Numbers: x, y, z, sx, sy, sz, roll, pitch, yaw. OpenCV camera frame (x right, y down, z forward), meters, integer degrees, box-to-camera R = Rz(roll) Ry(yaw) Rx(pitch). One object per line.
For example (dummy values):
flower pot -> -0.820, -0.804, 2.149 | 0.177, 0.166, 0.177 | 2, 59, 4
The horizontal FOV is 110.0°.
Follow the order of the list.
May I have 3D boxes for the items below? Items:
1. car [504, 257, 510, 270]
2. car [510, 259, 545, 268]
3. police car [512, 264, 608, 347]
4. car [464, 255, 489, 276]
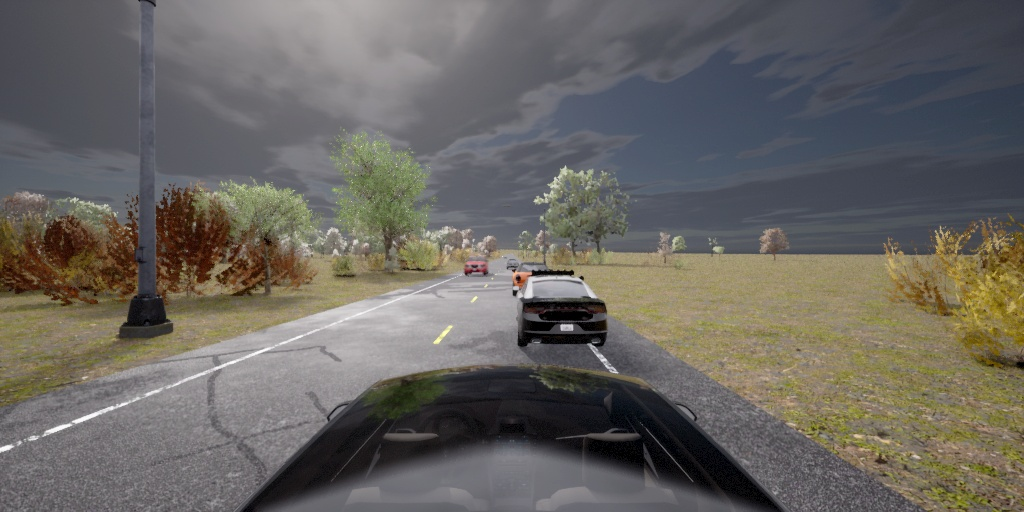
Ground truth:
car -> 0.127, 1.246, 52.939 | 2.033, 1.411, 5.357 | 0, 0, 0
car -> 1.069, 1.095, 19.349 | 2.097, 1.767, 4.553 | 0, 0, 0
police car -> 1.059, 1.174, 9.488 | 1.930, 1.638, 5.238 | 0, 0, 0
car -> -3.565, 0.947, 36.783 | 2.150, 2.045, 5.566 | 0, 0, 0
